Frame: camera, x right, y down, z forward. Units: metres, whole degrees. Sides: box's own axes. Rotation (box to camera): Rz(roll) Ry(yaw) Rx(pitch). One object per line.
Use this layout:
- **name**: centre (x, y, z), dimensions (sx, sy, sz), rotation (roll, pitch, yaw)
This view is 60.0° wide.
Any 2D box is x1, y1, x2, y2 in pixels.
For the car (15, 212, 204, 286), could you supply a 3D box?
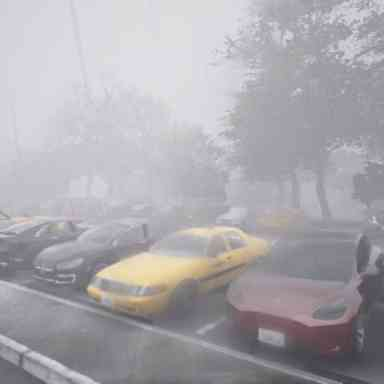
- **car**: centre (-2.034, 1.569, 9.669), dimensions (2.231, 1.521, 4.892), rotation (-1, 0, 36)

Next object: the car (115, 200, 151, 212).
- **car**: centre (-3.324, 1.676, 26.688), dimensions (2.097, 1.535, 5.008), rotation (-1, 0, 36)

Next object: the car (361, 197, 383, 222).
- **car**: centre (10.159, 1.261, 16.972), dimensions (2.435, 2.045, 5.566), rotation (-1, 0, 36)

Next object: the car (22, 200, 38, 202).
- **car**: centre (-14.550, 1.839, 34.766), dimensions (2.097, 1.535, 5.008), rotation (-2, -1, 36)

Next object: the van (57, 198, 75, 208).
- **van**: centre (-10.004, 1.532, 31.637), dimensions (1.878, 1.987, 4.442), rotation (-1, 0, 36)

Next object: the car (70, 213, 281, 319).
- **car**: centre (0.109, 1.538, 7.894), dimensions (1.946, 1.575, 5.366), rotation (-1, 0, 36)

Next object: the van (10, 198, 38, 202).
- **van**: centre (-16.875, 1.685, 36.286), dimensions (1.878, 1.987, 4.442), rotation (-2, -1, 36)

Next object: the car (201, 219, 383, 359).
- **car**: centre (2.455, 1.543, 6.401), dimensions (2.163, 1.488, 4.792), rotation (-1, 0, 36)

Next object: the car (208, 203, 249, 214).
- **car**: centre (3.328, 1.635, 21.918), dimensions (2.002, 1.452, 4.674), rotation (-1, 0, 36)

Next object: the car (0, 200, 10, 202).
- **car**: centre (-19.157, 1.980, 37.843), dimensions (1.946, 1.575, 5.366), rotation (-2, -1, 36)

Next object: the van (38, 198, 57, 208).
- **van**: centre (-12.497, 1.561, 33.141), dimensions (1.878, 1.987, 4.442), rotation (-1, -1, 36)

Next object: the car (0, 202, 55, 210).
- **car**: centre (-8.820, 1.525, 14.499), dimensions (2.185, 1.767, 4.553), rotation (-1, 0, 36)

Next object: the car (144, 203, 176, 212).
- **car**: centre (-1.072, 1.689, 25.073), dimensions (2.002, 1.452, 4.674), rotation (-1, 0, 36)

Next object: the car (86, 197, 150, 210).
- **car**: centre (-5.691, 1.453, 28.360), dimensions (2.435, 2.045, 5.566), rotation (-1, 0, 36)

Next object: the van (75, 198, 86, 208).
- **van**: centre (-7.856, 1.506, 30.094), dimensions (1.878, 1.987, 4.442), rotation (-1, 0, 36)

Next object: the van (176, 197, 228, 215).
- **van**: centre (1.143, 1.397, 23.629), dimensions (1.878, 1.987, 4.442), rotation (-1, 0, 36)

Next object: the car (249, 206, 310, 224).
- **car**: centre (5.674, 1.566, 20.222), dimensions (2.097, 1.535, 5.008), rotation (-1, 0, 36)

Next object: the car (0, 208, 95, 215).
- **car**: centre (-6.655, 1.620, 12.753), dimensions (1.946, 1.575, 5.366), rotation (-1, 0, 36)

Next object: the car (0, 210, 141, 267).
- **car**: centre (-4.296, 1.597, 11.279), dimensions (2.231, 1.521, 4.892), rotation (-1, 0, 36)
